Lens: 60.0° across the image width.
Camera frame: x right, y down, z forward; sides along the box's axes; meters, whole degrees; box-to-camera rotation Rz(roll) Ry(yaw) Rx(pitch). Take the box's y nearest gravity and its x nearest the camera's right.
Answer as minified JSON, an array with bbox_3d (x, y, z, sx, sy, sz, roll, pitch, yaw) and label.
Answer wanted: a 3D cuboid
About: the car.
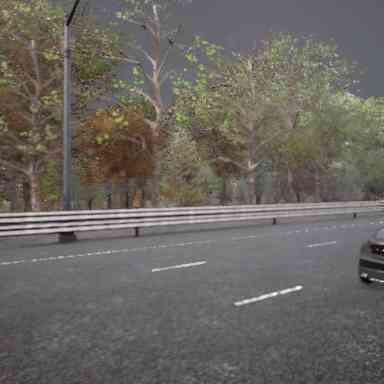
[{"bbox_3d":[5.869,1.523,8.595,1.837,1.490,4.892,2,0,44],"label":"car"}]
